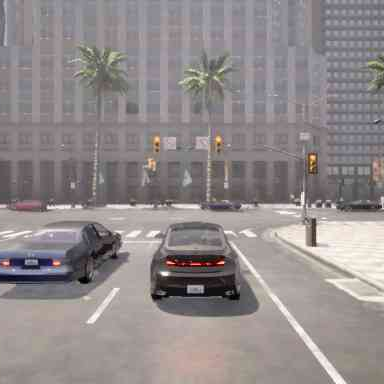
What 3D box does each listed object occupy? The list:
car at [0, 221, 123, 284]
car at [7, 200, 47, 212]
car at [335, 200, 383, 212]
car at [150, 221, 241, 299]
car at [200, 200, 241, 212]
[{"bbox_3d":[-3.421,1.547,9.618,2.033,1.411,5.357,0,0,0],"label":"car"},{"bbox_3d":[-19.070,1.564,38.610,4.181,1.385,1.994,0,0,0],"label":"car"},{"bbox_3d":[19.238,1.601,38.497,4.718,1.301,1.895,0,0,0],"label":"car"},{"bbox_3d":[0.076,1.505,8.424,1.837,1.490,4.892,0,0,0],"label":"car"},{"bbox_3d":[3.260,1.601,38.544,4.718,1.301,1.895,0,0,0],"label":"car"}]
